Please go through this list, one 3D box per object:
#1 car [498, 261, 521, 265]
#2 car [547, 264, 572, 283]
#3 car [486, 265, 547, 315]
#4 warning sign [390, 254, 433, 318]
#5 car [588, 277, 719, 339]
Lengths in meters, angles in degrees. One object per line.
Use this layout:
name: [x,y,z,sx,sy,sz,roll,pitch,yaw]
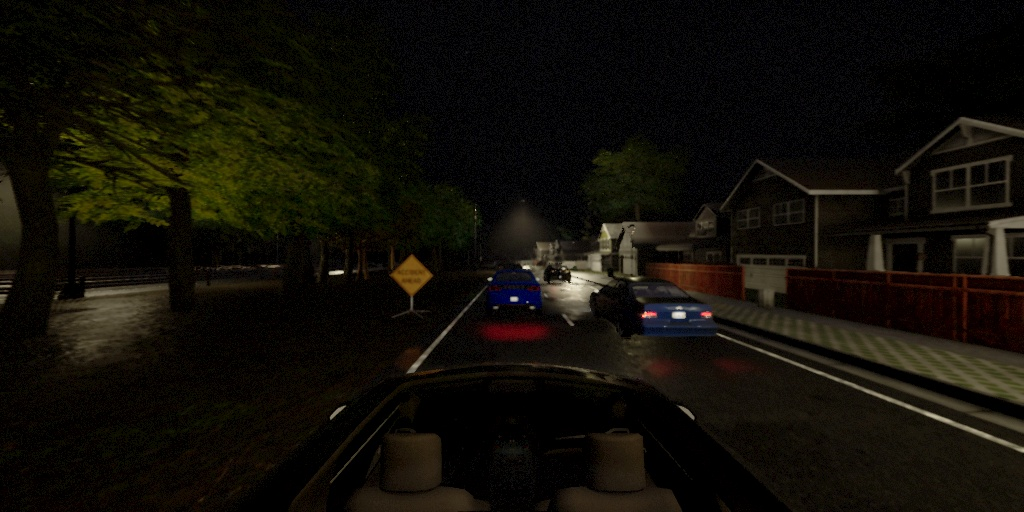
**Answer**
car: [0.075,1.364,28.916,1.837,1.490,4.892,0,0,0]
car: [3.573,1.349,28.815,2.128,1.511,4.902,0,0,0]
car: [0.068,1.243,13.654,1.882,1.535,5.008,0,-1,0]
warning sign: [-3.049,0.869,10.908,1.300,1.860,1.060,0,0,0]
car: [3.545,1.300,10.075,2.033,1.411,5.357,0,0,1]
